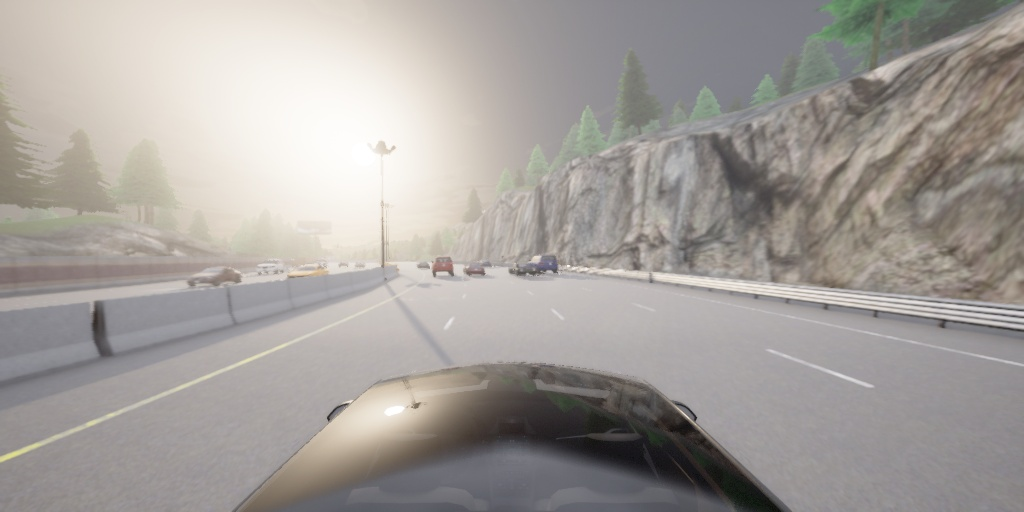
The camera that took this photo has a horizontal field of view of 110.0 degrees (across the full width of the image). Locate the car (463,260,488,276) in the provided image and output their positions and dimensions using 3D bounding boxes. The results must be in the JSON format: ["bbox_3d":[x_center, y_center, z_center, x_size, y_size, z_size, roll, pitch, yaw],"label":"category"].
[{"bbox_3d":[-4.220,1.384,39.478,1.994,1.385,4.181,-1,0,-14],"label":"car"}]

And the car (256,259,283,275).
[{"bbox_3d":[-32.541,1.439,48.522,2.150,2.045,5.566,-1,0,-19],"label":"car"}]

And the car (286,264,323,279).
[{"bbox_3d":[-22.120,1.617,38.526,2.033,1.411,5.357,-1,0,-14],"label":"car"}]

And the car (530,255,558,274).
[{"bbox_3d":[3.292,0.936,39.612,2.150,2.045,5.566,0,0,-14],"label":"car"}]

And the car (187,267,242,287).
[{"bbox_3d":[-23.491,1.612,28.543,1.812,1.442,4.674,-1,0,-11],"label":"car"}]

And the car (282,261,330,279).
[{"bbox_3d":[-16.537,1.467,29.383,1.882,1.535,5.008,-1,0,-11],"label":"car"}]

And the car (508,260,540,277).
[{"bbox_3d":[0.940,1.348,35.356,1.895,1.301,4.718,-1,0,-13],"label":"car"}]

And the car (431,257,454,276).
[{"bbox_3d":[-7.776,1.091,40.006,2.150,2.045,5.566,0,0,-14],"label":"car"}]
